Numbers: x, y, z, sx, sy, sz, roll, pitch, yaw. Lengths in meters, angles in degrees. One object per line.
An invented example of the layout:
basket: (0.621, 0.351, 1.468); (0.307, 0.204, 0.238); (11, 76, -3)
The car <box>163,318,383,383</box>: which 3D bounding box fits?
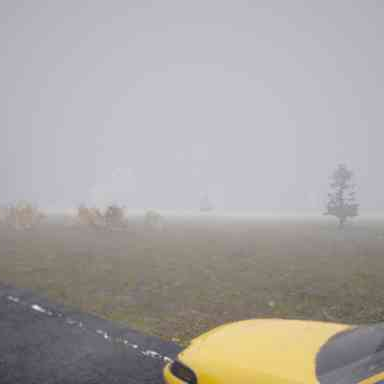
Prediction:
car: (2.159, 1.597, 2.385); (5.366, 1.575, 1.801); (-1, -3, 38)
